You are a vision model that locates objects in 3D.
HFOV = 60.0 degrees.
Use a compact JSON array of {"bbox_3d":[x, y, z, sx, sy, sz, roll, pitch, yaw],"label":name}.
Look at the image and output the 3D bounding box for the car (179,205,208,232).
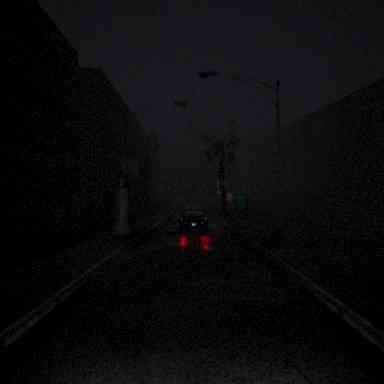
[{"bbox_3d":[0.089,1.828,22.433,1.812,1.442,4.674,0,-1,0],"label":"car"}]
